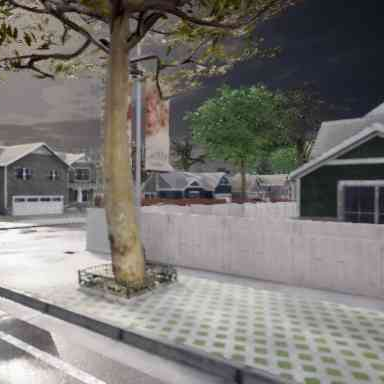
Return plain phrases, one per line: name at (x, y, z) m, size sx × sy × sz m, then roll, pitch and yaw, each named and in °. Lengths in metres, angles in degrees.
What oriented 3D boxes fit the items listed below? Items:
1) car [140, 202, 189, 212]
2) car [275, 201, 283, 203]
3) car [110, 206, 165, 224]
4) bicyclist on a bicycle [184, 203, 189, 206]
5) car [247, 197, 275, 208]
car at (-1.813, 1.661, 26.899) m, size 2.097 × 1.767 × 4.553 m, roll 1°, pitch 0°, yaw 34°
car at (13.045, 2.135, 48.793) m, size 1.837 × 1.490 × 4.892 m, roll 1°, pitch 0°, yaw 35°
car at (-4.498, 1.882, 28.229) m, size 1.895 × 1.301 × 4.718 m, roll 1°, pitch 0°, yaw 34°
bicyclist on a bicycle at (-0.338, 1.613, 23.935) m, size 1.656 × 1.620 × 0.582 m, roll 0°, pitch 0°, yaw 34°
car at (9.799, 1.811, 49.071) m, size 2.150 × 2.045 × 5.566 m, roll 1°, pitch -1°, yaw 35°
